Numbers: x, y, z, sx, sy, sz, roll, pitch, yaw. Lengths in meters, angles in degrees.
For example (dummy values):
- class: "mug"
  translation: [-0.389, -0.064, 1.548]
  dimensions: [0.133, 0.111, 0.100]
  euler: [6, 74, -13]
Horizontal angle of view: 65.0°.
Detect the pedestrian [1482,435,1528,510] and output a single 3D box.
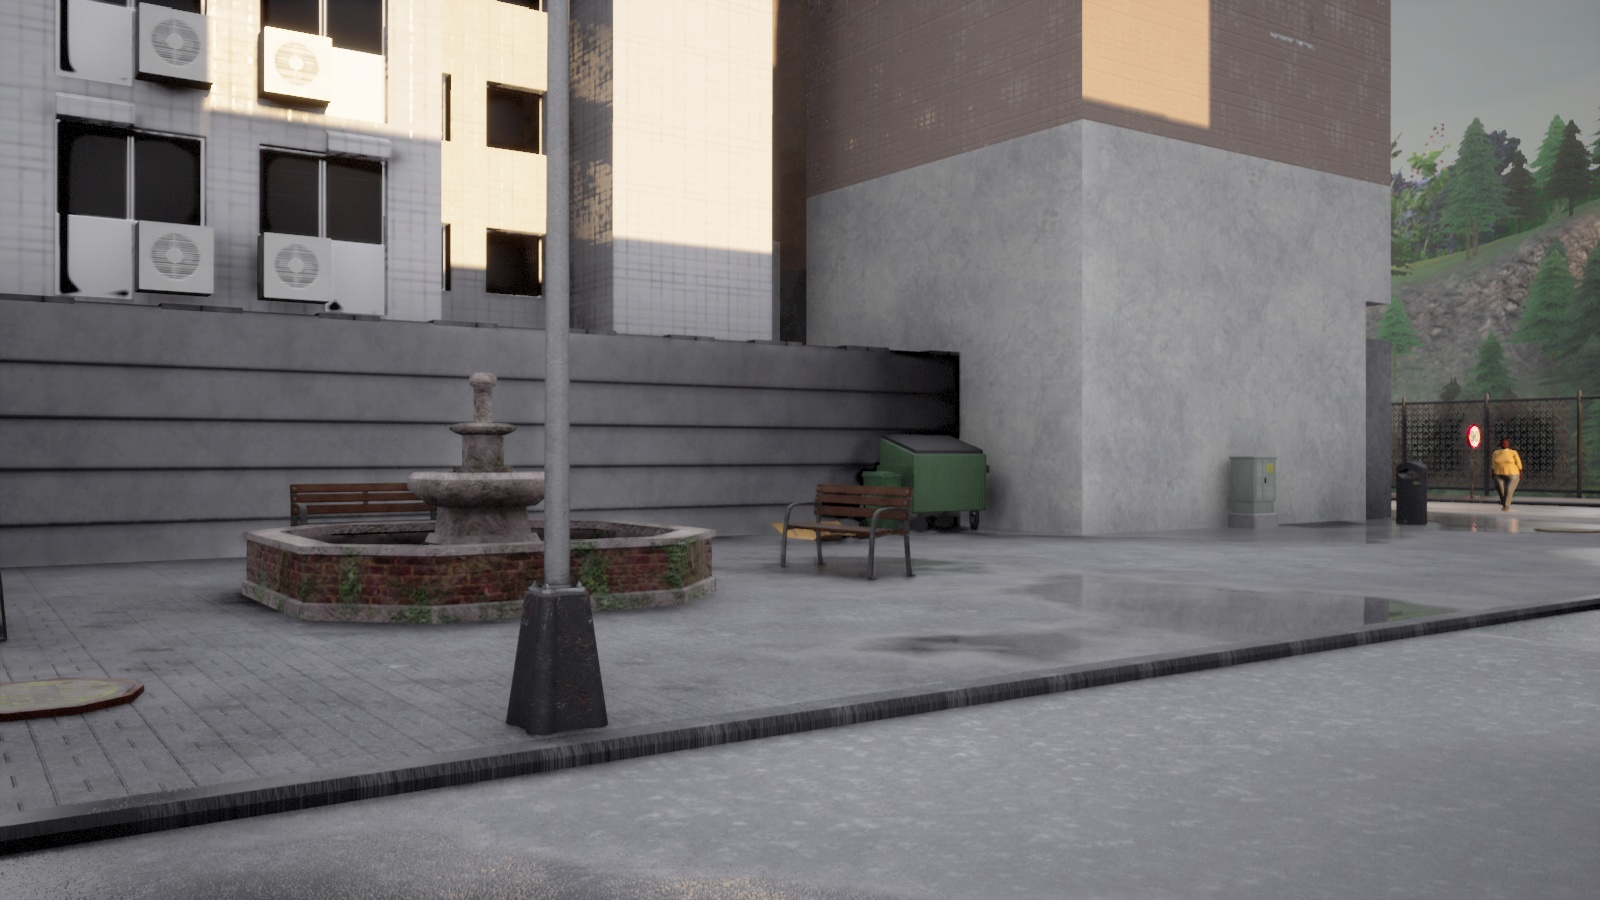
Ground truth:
- class: "pedestrian"
  translation: [17.700, 0.552, 31.510]
  dimensions: [0.874, 1.855, 0.900]
  euler: [0, 0, 38]
